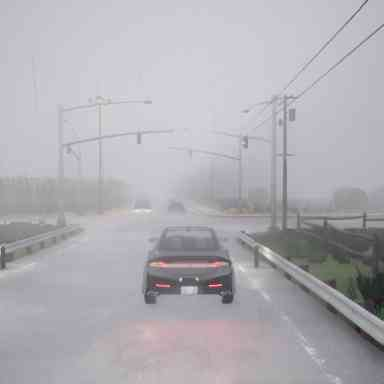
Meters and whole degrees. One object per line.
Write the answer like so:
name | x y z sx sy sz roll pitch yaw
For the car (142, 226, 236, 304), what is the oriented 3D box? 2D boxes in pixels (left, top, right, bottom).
car | -0.090 1.611 8.377 2.128 1.511 4.902 0 -2 -1

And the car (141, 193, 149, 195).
car | -7.389 1.270 51.452 1.812 1.442 4.674 0 1 -7

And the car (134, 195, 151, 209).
car | -6.324 1.463 42.854 1.994 1.385 4.181 0 1 -7

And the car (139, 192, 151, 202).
car | -8.641 0.915 61.491 2.097 1.767 4.553 0 1 -7

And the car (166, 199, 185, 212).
car | -2.005 1.491 39.202 1.812 1.442 4.674 0 1 -7
